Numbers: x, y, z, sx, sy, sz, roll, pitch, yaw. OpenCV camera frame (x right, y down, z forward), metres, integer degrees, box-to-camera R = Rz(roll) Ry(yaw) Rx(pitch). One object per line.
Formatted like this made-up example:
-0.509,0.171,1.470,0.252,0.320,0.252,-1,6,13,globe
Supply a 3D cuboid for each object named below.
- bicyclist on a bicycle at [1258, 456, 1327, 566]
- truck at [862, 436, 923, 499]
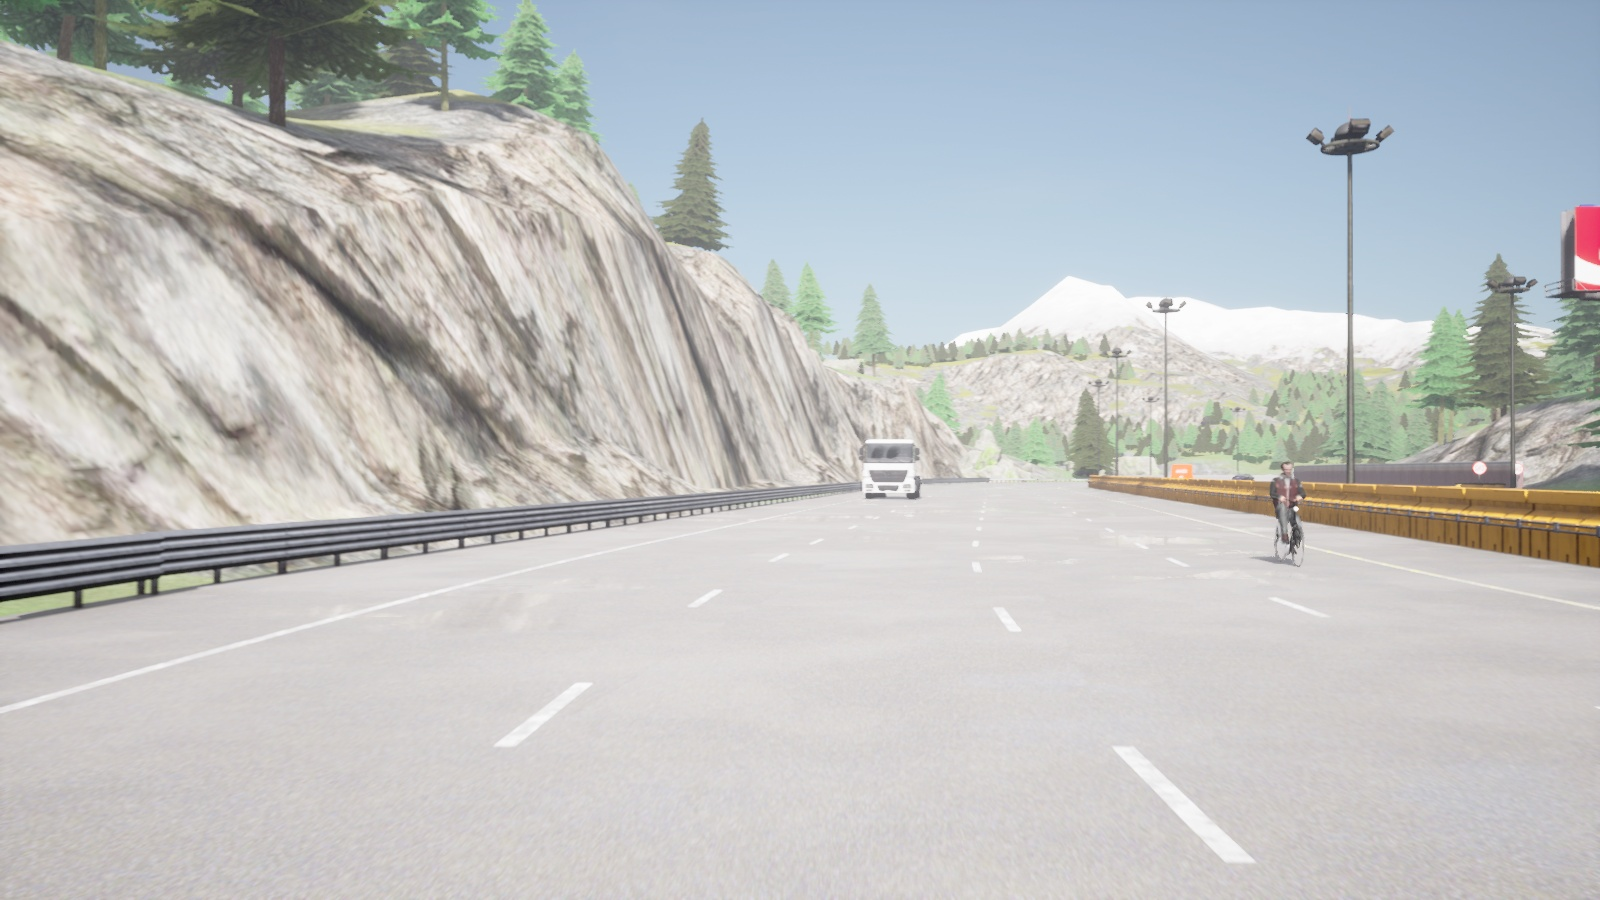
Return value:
8.305,1.011,21.248,0.659,1.776,1.843,0,-1,7,bicyclist on a bicycle
5.454,1.029,72.629,2.891,3.462,7.936,0,-1,9,truck
